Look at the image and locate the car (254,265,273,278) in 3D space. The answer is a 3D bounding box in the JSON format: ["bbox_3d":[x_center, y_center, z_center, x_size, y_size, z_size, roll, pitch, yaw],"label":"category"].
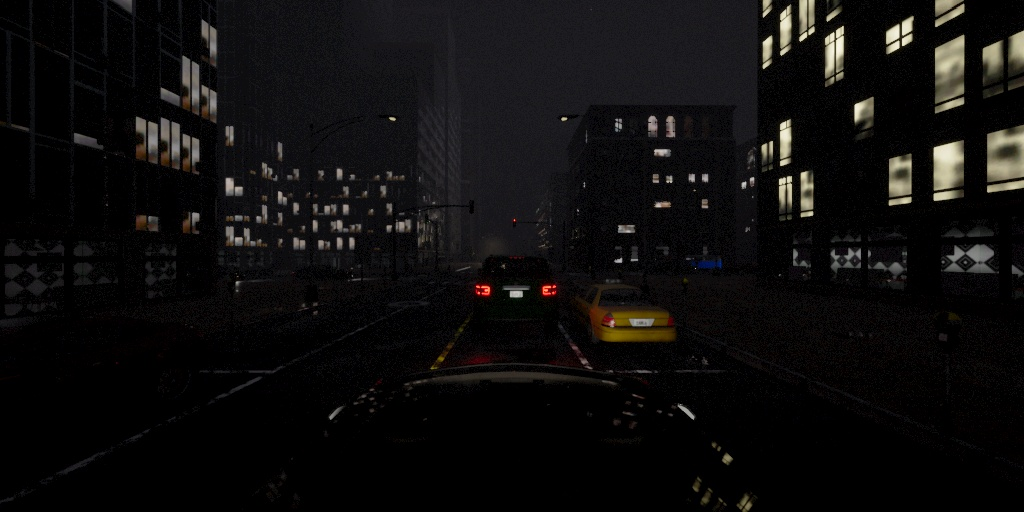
[{"bbox_3d":[-28.441,1.649,39.004,4.403,1.370,2.007,0,0,-1],"label":"car"}]

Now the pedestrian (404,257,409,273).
[{"bbox_3d":[-12.392,1.020,42.205,0.375,1.860,0.375,0,1,-1],"label":"pedestrian"}]

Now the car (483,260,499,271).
[{"bbox_3d":[-2.886,1.299,50.584,2.033,1.411,5.357,0,0,-1],"label":"car"}]

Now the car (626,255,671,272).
[{"bbox_3d":[15.284,0.844,39.603,5.009,1.841,2.192,0,0,-1],"label":"car"}]

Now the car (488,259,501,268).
[{"bbox_3d":[-2.888,1.300,60.721,2.033,1.411,5.357,0,0,0],"label":"car"}]

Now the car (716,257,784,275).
[{"bbox_3d":[21.056,1.019,31.789,4.507,1.381,1.888,0,0,-1],"label":"car"}]

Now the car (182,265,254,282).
[{"bbox_3d":[-27.537,1.603,33.634,4.892,1.490,1.837,-1,0,-1],"label":"car"}]

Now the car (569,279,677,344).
[{"bbox_3d":[2.558,1.275,9.384,1.751,1.417,4.829,0,0,0],"label":"car"}]

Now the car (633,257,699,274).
[{"bbox_3d":[15.872,1.075,37.142,5.357,1.411,2.033,-1,0,-1],"label":"car"}]

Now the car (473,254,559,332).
[{"bbox_3d":[0.089,0.971,10.937,2.150,2.045,5.566,0,0,0],"label":"car"}]

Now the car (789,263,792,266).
[{"bbox_3d":[30.626,0.946,37.310,4.718,1.301,1.895,-1,0,-1],"label":"car"}]

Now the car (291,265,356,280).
[{"bbox_3d":[-17.723,1.515,33.769,5.357,1.411,2.033,-1,0,-1],"label":"car"}]

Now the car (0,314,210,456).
[{"bbox_3d":[-5.317,1.332,3.647,1.802,1.307,4.207,0,0,0],"label":"car"}]

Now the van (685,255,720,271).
[{"bbox_3d":[20.940,0.799,39.669,3.998,1.789,1.690,0,0,-1],"label":"van"}]
